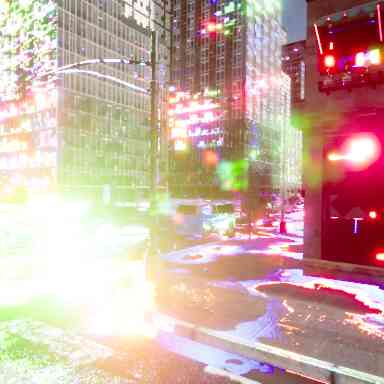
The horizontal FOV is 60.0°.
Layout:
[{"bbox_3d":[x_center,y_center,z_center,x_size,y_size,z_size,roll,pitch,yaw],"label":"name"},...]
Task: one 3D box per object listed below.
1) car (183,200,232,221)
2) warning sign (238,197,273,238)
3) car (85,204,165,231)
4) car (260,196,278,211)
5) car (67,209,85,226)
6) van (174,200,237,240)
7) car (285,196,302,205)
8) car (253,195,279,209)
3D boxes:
[{"bbox_3d":[1.411,1.448,27.942,1.812,1.442,4.674,1,1,35],"label":"car"},{"bbox_3d":[3.071,1.177,16.130,1.300,1.860,1.060,1,1,35],"label":"warning sign"},{"bbox_3d":[-3.844,1.541,20.505,1.895,1.301,4.718,1,1,35],"label":"car"},{"bbox_3d":[7.378,1.383,36.373,1.882,1.535,5.008,1,0,35],"label":"car"},{"bbox_3d":[-6.061,1.467,21.854,1.947,1.339,4.313,1,1,35],"label":"car"},{"bbox_3d":[0.787,1.368,17.017,1.690,1.788,3.998,1,1,35],"label":"van"},{"bbox_3d":[16.184,1.364,53.349,1.752,1.417,4.829,1,1,35],"label":"car"},{"bbox_3d":[9.898,1.294,44.448,1.967,1.590,4.097,1,1,35],"label":"car"}]
